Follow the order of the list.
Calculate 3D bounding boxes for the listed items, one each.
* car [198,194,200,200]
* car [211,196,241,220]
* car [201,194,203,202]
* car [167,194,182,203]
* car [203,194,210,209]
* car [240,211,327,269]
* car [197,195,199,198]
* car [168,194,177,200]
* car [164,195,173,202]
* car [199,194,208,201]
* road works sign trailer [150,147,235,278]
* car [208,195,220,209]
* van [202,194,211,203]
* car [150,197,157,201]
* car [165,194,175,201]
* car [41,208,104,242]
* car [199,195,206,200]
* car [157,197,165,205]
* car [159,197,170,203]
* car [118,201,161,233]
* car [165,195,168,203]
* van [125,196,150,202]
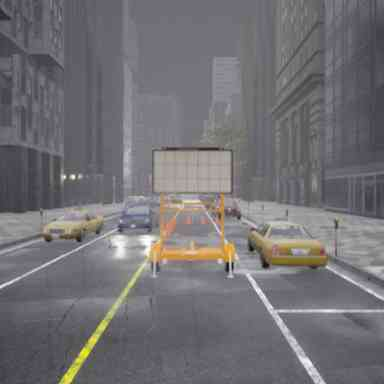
[{"bbox_3d":[2.993,1.609,78.465,1.802,1.307,4.206,0,0,0],"label":"car"},{"bbox_3d":[2.906,1.413,27.710,1.967,1.590,4.097,0,0,0],"label":"car"},{"bbox_3d":[2.945,1.301,50.267,2.192,1.841,5.009,0,0,0],"label":"car"},{"bbox_3d":[-2.960,1.352,61.113,2.097,1.767,4.553,0,0,0],"label":"car"},{"bbox_3d":[2.935,1.295,44.628,2.192,1.841,5.009,0,0,0],"label":"car"},{"bbox_3d":[2.884,1.514,10.994,1.752,1.417,4.829,0,0,1],"label":"car"},{"bbox_3d":[3.002,1.610,84.103,1.947,1.339,4.313,0,0,0],"label":"car"},{"bbox_3d":[-5.504,1.396,95.407,2.192,1.841,5.009,0,0,0],"label":"car"},{"bbox_3d":[-5.533,1.552,78.320,1.752,1.417,4.829,0,0,0],"label":"car"},{"bbox_3d":[3.012,1.378,89.744,2.192,1.841,5.009,0,0,0],"label":"car"},{"bbox_3d":[0.016,0.454,10.108,2.380,3.560,2.880,0,0,0],"label":"road works sign trailer"},{"bbox_3d":[2.916,1.413,33.348,1.967,1.590,4.097,0,0,0],"label":"car"},{"bbox_3d":[2.974,1.349,67.186,1.690,1.788,3.998,0,0,0],"label":"van"},{"bbox_3d":[-5.600,1.540,39.018,1.947,1.339,4.313,0,0,0],"label":"car"},{"bbox_3d":[-5.523,1.359,84.128,2.192,1.841,5.009,0,0,0],"label":"car"},{"bbox_3d":[-5.640,1.509,16.254,1.752,1.417,4.829,0,0,1],"label":"car"},{"bbox_3d":[3.022,1.626,95.383,1.887,1.381,4.507,0,0,0],"label":"car"},{"bbox_3d":[-5.581,1.426,50.296,1.967,1.590,4.097,0,0,0],"label":"car"},{"bbox_3d":[-5.551,1.590,67.213,1.802,1.307,4.206,0,0,0],"label":"car"},{"bbox_3d":[-3.068,1.504,19.646,1.812,1.442,4.674,0,0,0],"label":"car"},{"bbox_3d":[-5.571,1.538,55.935,1.887,1.381,4.507,0,0,0],"label":"car"},{"bbox_3d":[-5.609,1.314,33.379,1.690,1.788,3.998,0,0,0],"label":"van"}]
